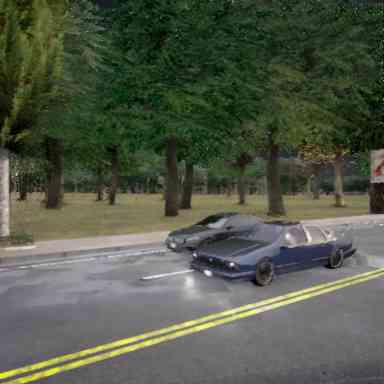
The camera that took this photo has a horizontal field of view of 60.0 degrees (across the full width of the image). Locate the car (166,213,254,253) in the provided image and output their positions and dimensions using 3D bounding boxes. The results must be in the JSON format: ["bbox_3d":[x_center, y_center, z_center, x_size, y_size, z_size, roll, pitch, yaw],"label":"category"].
[{"bbox_3d":[1.263,1.530,12.575,4.674,1.442,1.812,0,0,-36],"label":"car"}]

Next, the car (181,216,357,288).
[{"bbox_3d":[2.554,1.552,9.501,5.357,1.411,2.033,0,0,-35],"label":"car"}]
